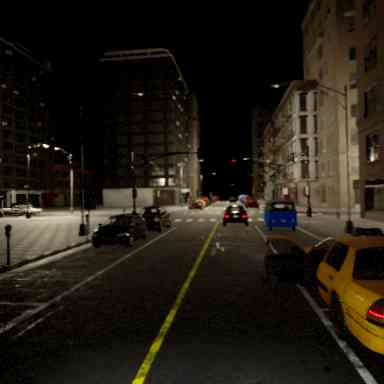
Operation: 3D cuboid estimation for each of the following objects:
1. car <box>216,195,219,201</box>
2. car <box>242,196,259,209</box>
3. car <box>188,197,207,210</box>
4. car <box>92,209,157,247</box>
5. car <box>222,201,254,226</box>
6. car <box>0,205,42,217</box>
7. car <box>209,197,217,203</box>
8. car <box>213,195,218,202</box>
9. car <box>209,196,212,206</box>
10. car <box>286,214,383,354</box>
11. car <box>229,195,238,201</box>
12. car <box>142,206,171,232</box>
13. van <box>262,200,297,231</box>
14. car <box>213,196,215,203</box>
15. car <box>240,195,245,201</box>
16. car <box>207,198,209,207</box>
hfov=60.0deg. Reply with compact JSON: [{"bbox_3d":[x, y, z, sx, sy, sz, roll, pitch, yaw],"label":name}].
[{"bbox_3d":[5.103,2.119,85.801,1.947,1.339,4.313,-1,0,7],"label":"car"},{"bbox_3d":[8.559,1.734,47.250,1.887,1.381,4.507,-1,0,7],"label":"car"},{"bbox_3d":[0.590,1.805,48.205,1.967,1.590,4.097,-1,0,7],"label":"car"},{"bbox_3d":[-3.285,1.748,15.877,2.008,1.369,4.403,-1,0,7],"label":"car"},{"bbox_3d":[3.176,1.675,24.522,2.033,1.411,5.357,-1,0,7],"label":"car"},{"bbox_3d":[-20.286,2.206,38.921,4.718,1.301,1.895,-1,0,7],"label":"car"},{"bbox_3d":[5.748,2.161,91.172,1.802,1.307,4.206,-1,0,7],"label":"car"},{"bbox_3d":[4.459,2.078,80.430,2.008,1.369,4.403,-1,0,7],"label":"car"},{"bbox_3d":[1.876,1.736,58.948,2.192,1.841,5.009,-1,0,7],"label":"car"},{"bbox_3d":[3.230,1.440,6.302,1.801,1.575,5.366,-1,0,7],"label":"car"},{"bbox_3d":[9.539,1.937,77.563,2.033,1.411,5.357,-1,0,7],"label":"car"},{"bbox_3d":[-2.611,1.667,21.517,1.967,1.590,4.097,-1,0,7],"label":"car"},{"bbox_3d":[5.353,1.392,20.563,1.690,1.788,3.998,-1,0,7],"label":"van"},{"bbox_3d":[3.170,2.041,69.688,1.947,1.339,4.313,-1,0,7],"label":"car"},{"bbox_3d":[9.198,1.532,52.622,2.192,1.841,5.009,-1,0,7],"label":"car"},{"bbox_3d":[1.216,1.918,53.407,1.752,1.417,4.829,-1,0,7],"label":"car"}]
